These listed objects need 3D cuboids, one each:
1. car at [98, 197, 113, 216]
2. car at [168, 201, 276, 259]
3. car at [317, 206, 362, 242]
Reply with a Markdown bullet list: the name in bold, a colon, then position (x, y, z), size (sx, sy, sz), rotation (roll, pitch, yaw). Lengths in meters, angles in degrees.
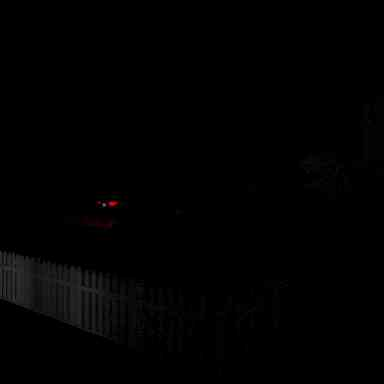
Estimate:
- **car**: position (-5.326, 1.096, 28.136), size (2.150, 2.045, 5.566), rotation (2, 1, 35)
- **car**: position (1.128, 1.279, 12.314), size (3.866, 1.878, 1.905), rotation (0, 0, 35)
- **car**: position (7.925, 1.470, 14.475), size (4.611, 1.667, 2.242), rotation (0, 0, 35)
